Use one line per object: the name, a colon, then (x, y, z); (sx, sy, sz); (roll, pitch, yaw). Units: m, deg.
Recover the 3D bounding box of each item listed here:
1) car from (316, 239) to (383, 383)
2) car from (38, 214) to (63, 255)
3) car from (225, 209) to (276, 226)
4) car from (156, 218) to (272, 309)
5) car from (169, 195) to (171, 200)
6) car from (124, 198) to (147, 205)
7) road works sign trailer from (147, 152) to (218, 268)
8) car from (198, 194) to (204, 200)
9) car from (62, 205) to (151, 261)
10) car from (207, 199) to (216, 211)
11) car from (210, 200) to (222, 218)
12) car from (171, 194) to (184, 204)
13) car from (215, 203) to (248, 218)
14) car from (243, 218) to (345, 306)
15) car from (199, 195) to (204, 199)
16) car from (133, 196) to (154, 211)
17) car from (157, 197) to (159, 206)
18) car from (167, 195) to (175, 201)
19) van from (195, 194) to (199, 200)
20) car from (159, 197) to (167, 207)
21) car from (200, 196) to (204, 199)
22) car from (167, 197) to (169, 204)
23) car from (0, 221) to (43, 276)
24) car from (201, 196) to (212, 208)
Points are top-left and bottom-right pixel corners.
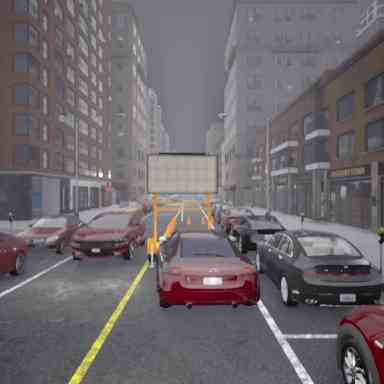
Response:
car: (2.632, 1.440, 2.265); (1.967, 1.590, 4.097); (0, 0, 0)
car: (-5.417, 1.582, 13.281); (1.802, 1.307, 4.206); (0, 0, 0)
car: (2.608, 1.566, 13.302); (1.947, 1.339, 4.313); (0, 0, 0)
car: (0.169, 1.555, 7.924); (1.994, 1.385, 4.181); (1, 0, -6)
car: (-5.523, 1.572, 62.946); (2.008, 1.369, 4.403); (0, 0, 0)
car: (-5.448, 1.532, 29.667); (1.752, 1.417, 4.829); (0, 0, 0)
road works sign trailer: (-0.339, 0.464, 11.389); (2.380, 3.560, 2.880); (0, 0, -6)
car: (2.514, 1.459, 57.453); (1.967, 1.590, 4.097); (0, 0, 0)
car: (-2.876, 1.477, 12.454); (1.882, 1.535, 5.008); (0, 0, 0)
car: (2.573, 1.588, 29.858); (1.802, 1.307, 4.206); (0, 0, 0)
car: (2.584, 1.555, 24.339); (2.008, 1.369, 4.403); (0, 0, 0)
car: (-2.921, 1.586, 63.427); (1.994, 1.385, 4.181); (0, 0, 1)
car: (2.596, 1.546, 18.820); (1.887, 1.381, 4.507); (0, 0, 0)
car: (2.620, 1.549, 7.784); (2.008, 1.369, 4.403); (0, 0, 0)
car: (2.525, 1.598, 51.934); (1.802, 1.307, 4.206); (0, 0, 0)
car: (-5.464, 1.324, 35.354); (2.192, 1.841, 5.009); (0, 0, 0)
car: (-5.476, 1.593, 40.872); (1.802, 1.307, 4.206); (0, 0, 0)
car: (-5.581, 1.582, 90.027); (2.008, 1.369, 4.403); (0, 0, 0)
van: (2.444, 1.373, 90.053); (1.690, 1.788, 3.998); (0, 0, 0)
car: (-5.500, 1.456, 51.910); (1.967, 1.590, 4.097); (0, 0, 0)
car: (2.537, 1.565, 46.415); (2.008, 1.369, 4.403); (0, 0, 0)
car: (-5.511, 1.544, 57.257); (1.752, 1.417, 4.829); (0, 0, 0)
car: (-5.405, 1.580, 7.763); (1.802, 1.307, 4.206); (0, 0, 0)
car: (2.549, 1.562, 40.896); (2.008, 1.369, 4.403); (0, 0, 0)
